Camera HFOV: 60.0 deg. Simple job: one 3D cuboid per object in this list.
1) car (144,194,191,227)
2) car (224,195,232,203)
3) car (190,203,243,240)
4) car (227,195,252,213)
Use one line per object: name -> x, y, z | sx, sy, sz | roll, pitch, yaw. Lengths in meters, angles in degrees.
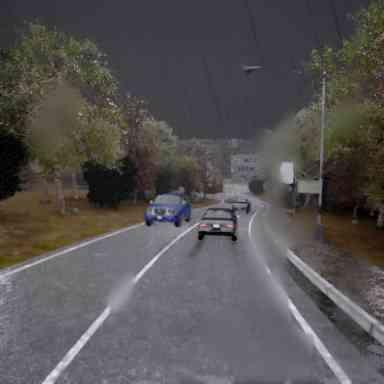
car -> -1.455, 1.137, 22.348 | 2.150, 2.045, 5.566 | 1, 0, 10
car -> 7.223, 1.261, 62.057 | 2.097, 1.767, 4.553 | 1, 0, 10
car -> 1.416, 1.528, 17.029 | 2.033, 1.411, 5.357 | 1, 0, 8
car -> 5.542, 1.476, 37.085 | 2.128, 1.511, 4.902 | 1, 0, 13
